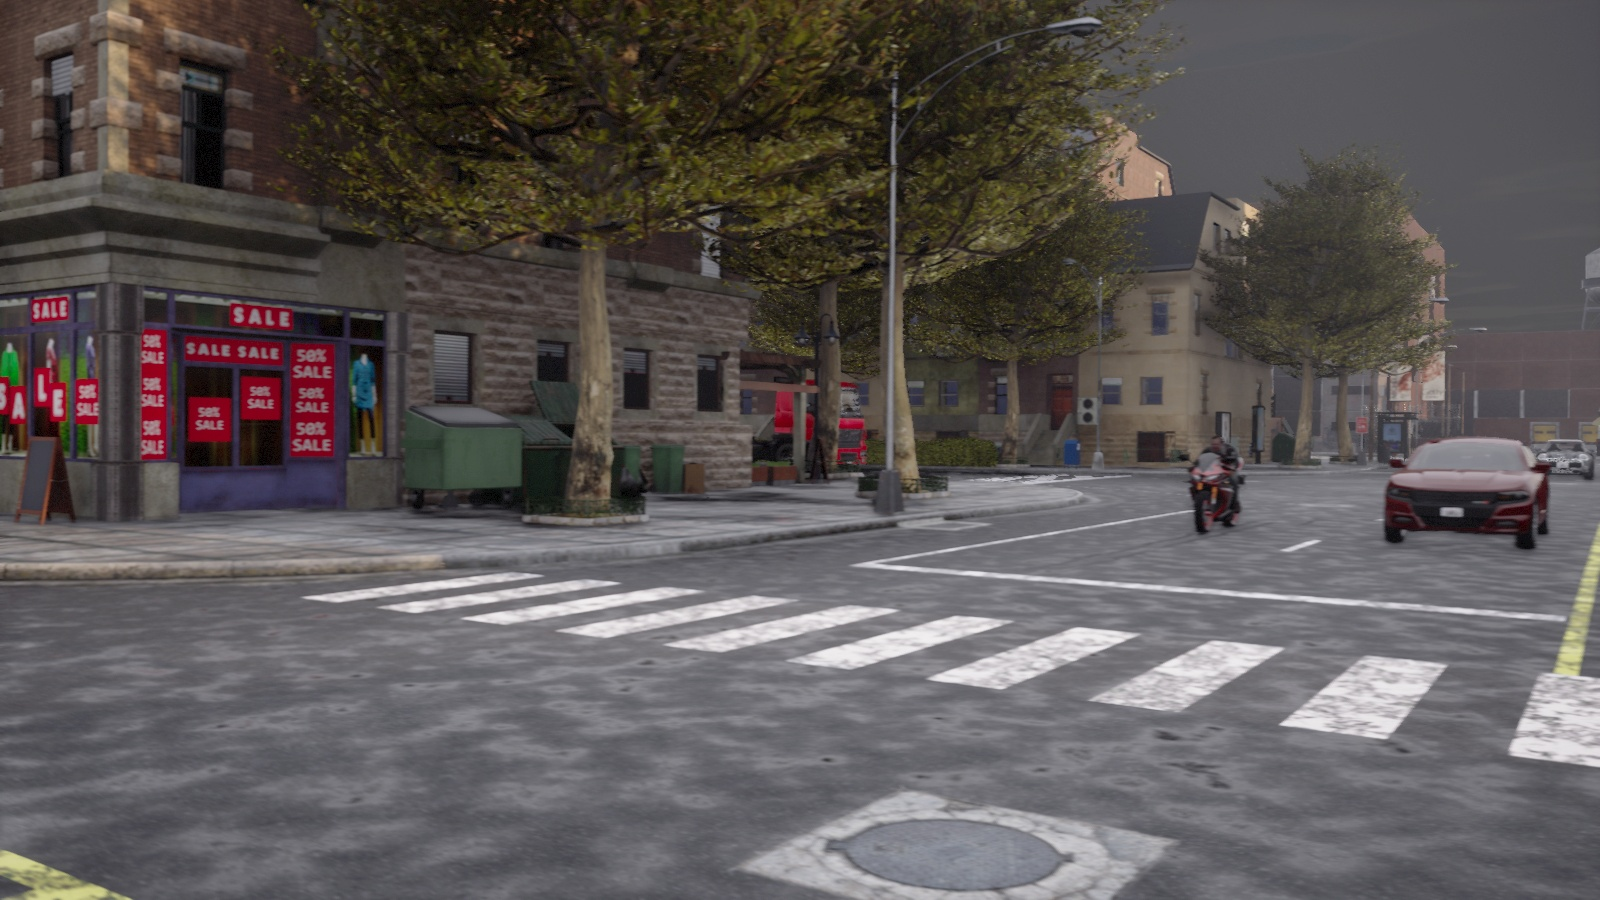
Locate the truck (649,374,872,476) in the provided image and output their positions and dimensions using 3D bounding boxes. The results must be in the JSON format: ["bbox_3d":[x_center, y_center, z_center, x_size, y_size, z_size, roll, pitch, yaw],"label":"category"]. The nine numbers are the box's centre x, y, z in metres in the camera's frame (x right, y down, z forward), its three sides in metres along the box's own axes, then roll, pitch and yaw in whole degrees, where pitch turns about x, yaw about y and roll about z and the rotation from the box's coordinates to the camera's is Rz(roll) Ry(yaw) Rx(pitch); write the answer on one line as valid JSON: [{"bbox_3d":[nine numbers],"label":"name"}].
[{"bbox_3d":[-1.538,-0.867,46.153,7.936,3.462,2.891,0,1,34],"label":"truck"}]

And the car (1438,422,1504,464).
[{"bbox_3d":[28.208,-0.313,52.699,2.033,1.649,4.856,0,1,33],"label":"car"}]

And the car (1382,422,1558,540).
[{"bbox_3d":[10.157,0.360,18.817,1.882,1.535,5.008,0,1,33],"label":"car"}]

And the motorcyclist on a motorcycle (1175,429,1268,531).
[{"bbox_3d":[6.727,0.433,19.967,0.866,1.530,2.191,0,1,33],"label":"motorcyclist on a motorcycle"}]

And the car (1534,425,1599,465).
[{"bbox_3d":[29.590,-0.232,48.409,1.970,1.475,3.806,0,1,34],"label":"car"}]
